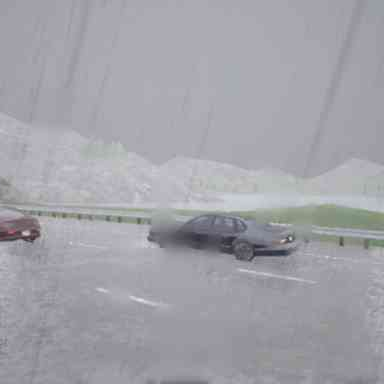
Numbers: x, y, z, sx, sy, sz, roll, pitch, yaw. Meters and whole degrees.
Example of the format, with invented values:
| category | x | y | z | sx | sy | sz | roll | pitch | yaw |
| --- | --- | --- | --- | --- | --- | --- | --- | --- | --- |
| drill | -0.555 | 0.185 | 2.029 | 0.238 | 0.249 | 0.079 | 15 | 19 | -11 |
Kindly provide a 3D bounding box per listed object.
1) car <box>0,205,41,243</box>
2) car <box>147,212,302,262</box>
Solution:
| category | x | y | z | sx | sy | sz | roll | pitch | yaw |
| --- | --- | --- | --- | --- | --- | --- | --- | --- | --- |
| car | -7.850 | 1.244 | 12.975 | 4.674 | 1.442 | 1.812 | 1 | 1 | 31 |
| car | 0.963 | 1.433 | 11.646 | 5.357 | 1.411 | 2.033 | 1 | 1 | 33 |
